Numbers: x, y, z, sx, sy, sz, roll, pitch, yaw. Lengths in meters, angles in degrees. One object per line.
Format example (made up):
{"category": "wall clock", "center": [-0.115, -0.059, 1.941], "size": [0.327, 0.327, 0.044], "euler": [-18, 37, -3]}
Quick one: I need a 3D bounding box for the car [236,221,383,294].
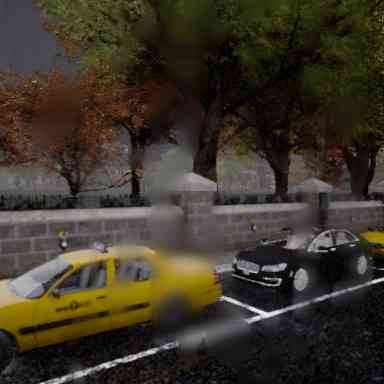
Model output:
{"category": "car", "center": [2.996, 1.564, 8.695], "size": [4.403, 1.369, 2.008], "euler": [0, 0, -35]}

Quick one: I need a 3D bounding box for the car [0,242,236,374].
{"category": "car", "center": [-1.727, 1.528, 5.328], "size": [4.829, 1.417, 1.752], "euler": [0, 0, -35]}
